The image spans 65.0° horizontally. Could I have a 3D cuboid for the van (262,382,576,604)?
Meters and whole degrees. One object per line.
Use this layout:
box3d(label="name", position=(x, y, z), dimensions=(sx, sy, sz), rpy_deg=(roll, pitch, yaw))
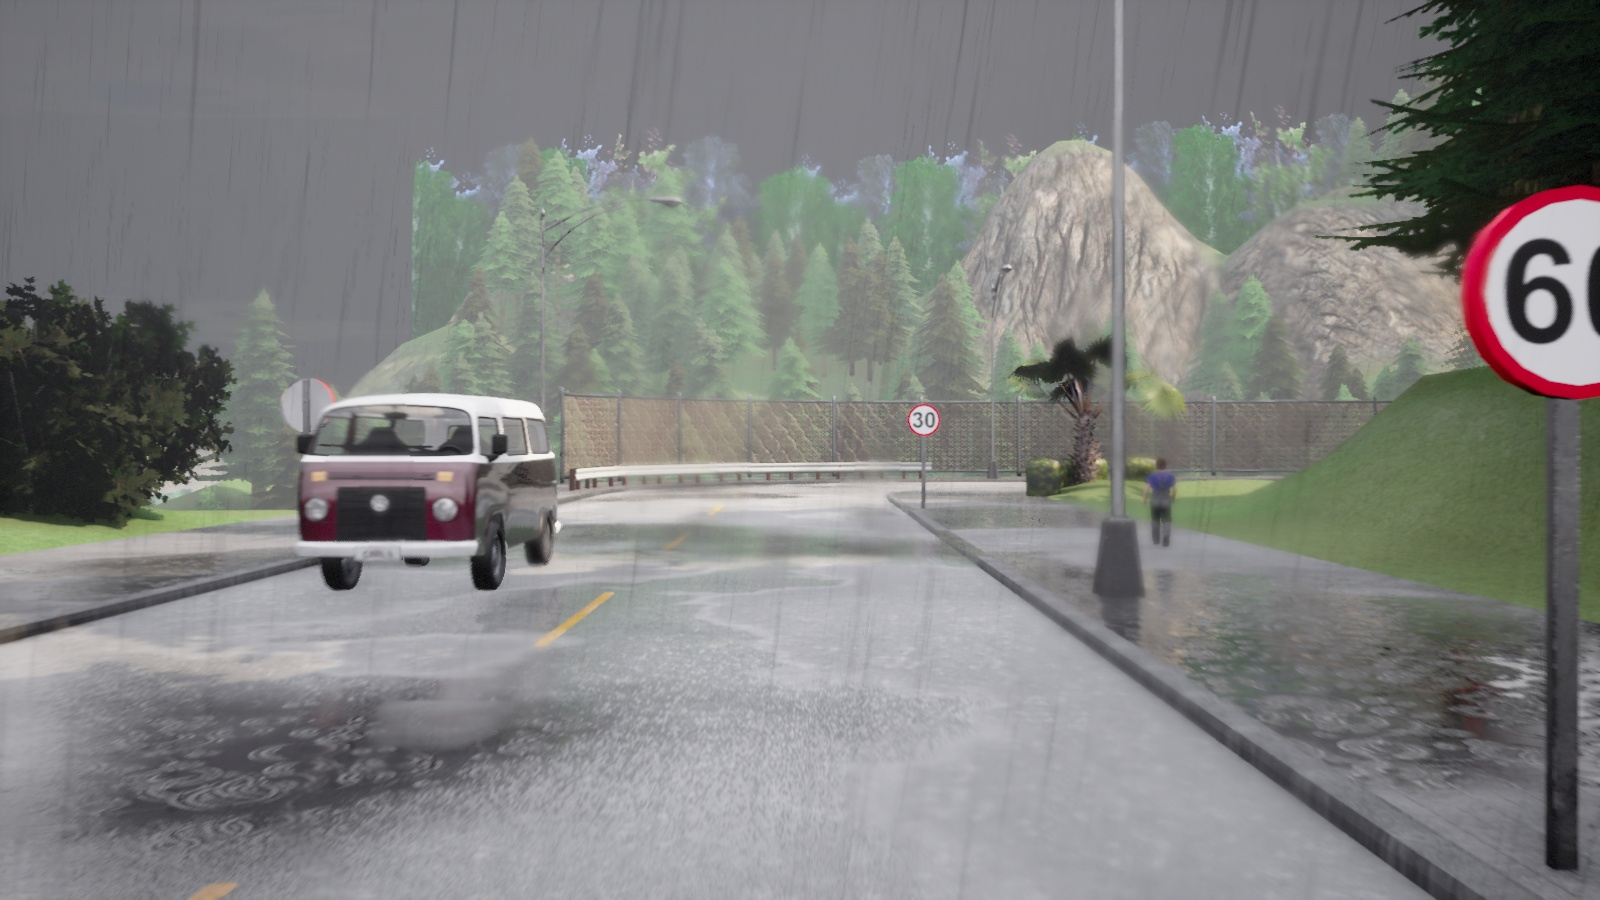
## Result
box3d(label="van", position=(-3.905, 0.390, 13.796), dimensions=(2.069, 2.038, 4.480), rpy_deg=(0, 0, 0))

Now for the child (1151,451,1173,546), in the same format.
box3d(label="child", position=(4.885, 0.644, 16.964), dimensions=(0.270, 1.263, 0.437), rpy_deg=(0, 0, 14))
